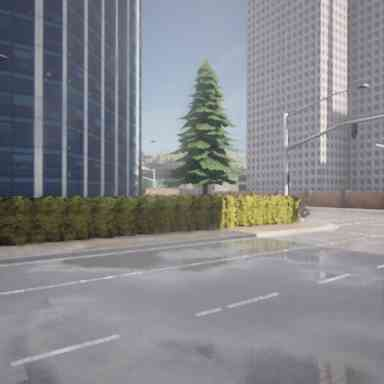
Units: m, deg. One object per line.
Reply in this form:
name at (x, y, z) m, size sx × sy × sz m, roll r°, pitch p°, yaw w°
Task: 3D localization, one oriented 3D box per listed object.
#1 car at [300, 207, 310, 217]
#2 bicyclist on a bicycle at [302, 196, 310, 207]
car at (8.828, 1.634, 30.969) m, size 1.994 × 1.385 × 4.181 m, roll 0°, pitch 0°, yaw -35°
bicyclist on a bicycle at (16.222, 1.415, 47.337) m, size 1.656 × 1.620 × 0.582 m, roll 0°, pitch 0°, yaw -35°
